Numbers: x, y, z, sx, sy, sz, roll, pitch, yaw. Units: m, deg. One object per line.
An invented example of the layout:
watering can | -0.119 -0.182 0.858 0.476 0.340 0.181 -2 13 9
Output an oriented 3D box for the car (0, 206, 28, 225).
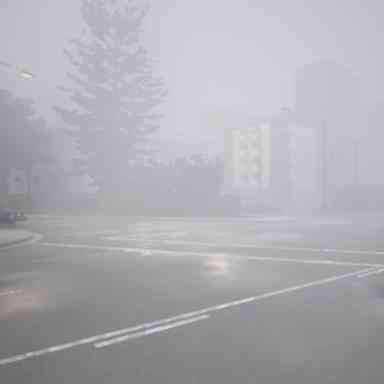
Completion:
car | -14.194 1.634 22.978 5.357 1.411 2.033 0 0 9

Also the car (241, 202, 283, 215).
car | 7.501 1.742 36.180 1.895 1.301 4.718 0 0 -35
